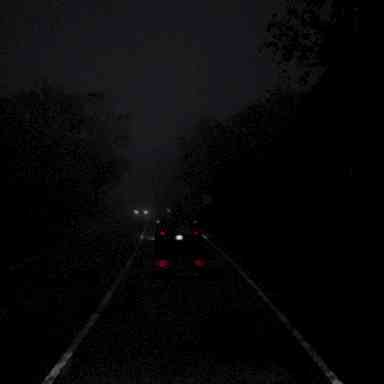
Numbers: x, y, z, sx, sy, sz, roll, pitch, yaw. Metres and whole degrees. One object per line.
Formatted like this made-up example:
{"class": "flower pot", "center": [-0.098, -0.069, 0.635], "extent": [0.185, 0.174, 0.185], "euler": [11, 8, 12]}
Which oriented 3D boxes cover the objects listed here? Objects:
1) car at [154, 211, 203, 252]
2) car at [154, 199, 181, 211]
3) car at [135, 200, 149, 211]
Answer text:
{"class": "car", "center": [-0.667, 1.774, 14.958], "extent": [1.994, 1.385, 4.181], "euler": [1, -1, -5]}
{"class": "car", "center": [-2.097, 1.612, 28.934], "extent": [2.150, 2.045, 5.566], "euler": [1, 0, -6]}
{"class": "car", "center": [-8.652, 2.308, 57.573], "extent": [2.150, 2.045, 5.566], "euler": [1, -4, -6]}
